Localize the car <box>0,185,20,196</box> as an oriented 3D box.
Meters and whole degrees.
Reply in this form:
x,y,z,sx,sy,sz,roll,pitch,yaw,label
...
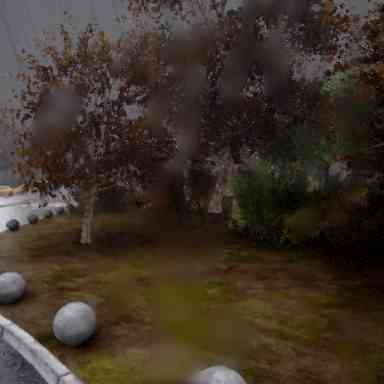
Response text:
x,y,z,sx,sy,sz,roll,pitch,yaw,label
-26.513,-0.138,45.647,1.946,1.575,5.366,0,3,5,car

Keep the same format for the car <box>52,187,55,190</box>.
x,y,z,sx,sy,sz,roll,pitch,yaw,label
-25.483,-1.047,56.900,2.435,2.045,5.566,0,3,5,car

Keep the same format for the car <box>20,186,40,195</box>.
x,y,z,sx,sy,sz,roll,pitch,yaw,label
-26.012,-0.460,51.140,1.946,1.575,5.366,0,3,5,car
